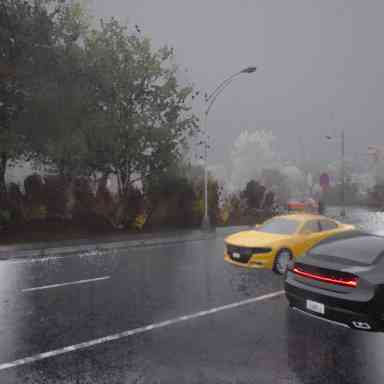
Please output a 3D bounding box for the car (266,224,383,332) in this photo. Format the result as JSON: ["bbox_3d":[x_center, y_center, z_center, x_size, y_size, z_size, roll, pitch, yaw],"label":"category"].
[{"bbox_3d":[3.858,1.504,6.489,4.892,1.490,1.837,0,0,-35],"label":"car"}]

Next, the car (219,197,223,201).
[{"bbox_3d":[4.597,1.350,69.415,1.994,1.385,4.181,0,1,-33],"label":"car"}]

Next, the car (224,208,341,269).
[{"bbox_3d":[3.261,1.476,10.630,5.008,1.535,1.882,0,0,-35],"label":"car"}]

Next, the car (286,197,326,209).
[{"bbox_3d":[12.533,1.348,36.838,2.097,1.767,4.553,0,0,-32],"label":"car"}]
